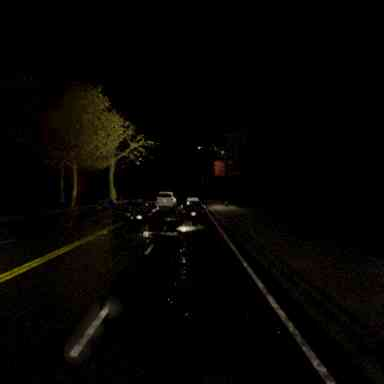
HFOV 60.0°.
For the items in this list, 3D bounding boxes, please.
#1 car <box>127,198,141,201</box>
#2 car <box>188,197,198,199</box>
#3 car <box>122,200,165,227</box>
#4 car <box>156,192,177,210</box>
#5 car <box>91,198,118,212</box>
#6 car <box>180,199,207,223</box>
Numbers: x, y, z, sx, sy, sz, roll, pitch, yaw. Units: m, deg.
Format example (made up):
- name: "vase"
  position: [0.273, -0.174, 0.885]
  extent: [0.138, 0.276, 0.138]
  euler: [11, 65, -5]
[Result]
- name: "car"
  position: [-6.487, 1.439, 37.507]
  extent: [2.033, 1.411, 5.357]
  euler: [0, 0, 0]
- name: "car"
  position: [0.115, 1.380, 42.022]
  extent: [2.033, 1.411, 5.357]
  euler: [0, 0, 0]
- name: "car"
  position: [-3.140, 1.474, 21.802]
  extent: [1.994, 1.385, 4.181]
  euler: [0, 0, 0]
- name: "car"
  position: [-3.136, 1.059, 40.835]
  extent: [2.150, 2.045, 5.566]
  euler: [0, 0, 0]
- name: "car"
  position: [-9.739, 1.378, 37.276]
  extent: [1.812, 1.442, 4.674]
  euler: [0, 0, 0]
- name: "car"
  position: [0.108, 1.462, 24.748]
  extent: [1.994, 1.385, 4.181]
  euler: [0, 0, 0]
